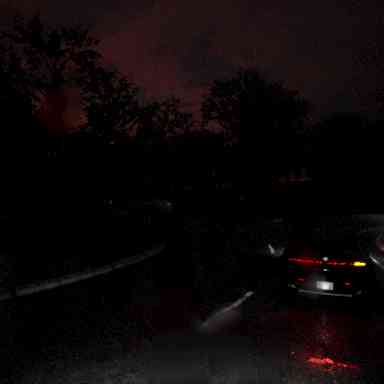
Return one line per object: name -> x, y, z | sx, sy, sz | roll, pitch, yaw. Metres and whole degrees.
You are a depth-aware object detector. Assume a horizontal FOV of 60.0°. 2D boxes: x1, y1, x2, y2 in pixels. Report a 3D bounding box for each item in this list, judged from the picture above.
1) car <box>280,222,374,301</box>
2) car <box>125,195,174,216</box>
car -> 3.434, 1.541, 8.625 | 1.837, 1.490, 4.892 | 0, 0, 21
car -> -4.401, 1.303, 34.082 | 5.566, 2.045, 2.150 | 1, 0, 37
